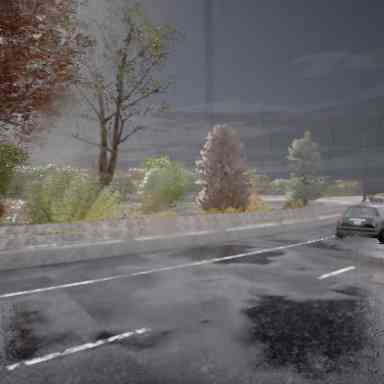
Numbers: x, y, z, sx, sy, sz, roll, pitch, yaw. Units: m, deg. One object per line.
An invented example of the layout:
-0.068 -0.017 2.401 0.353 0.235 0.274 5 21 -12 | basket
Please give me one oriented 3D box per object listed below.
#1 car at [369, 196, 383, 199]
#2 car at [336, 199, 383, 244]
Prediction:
37.874 1.531 68.601 1.812 1.442 4.674 0 0 10 | car
8.905 1.399 16.361 4.553 1.767 2.097 0 0 -44 | car
